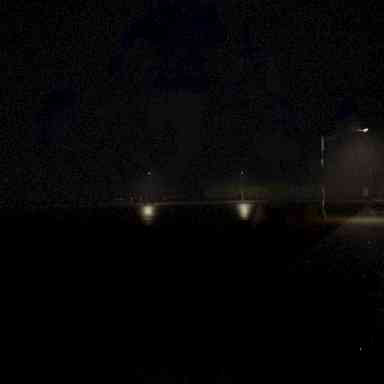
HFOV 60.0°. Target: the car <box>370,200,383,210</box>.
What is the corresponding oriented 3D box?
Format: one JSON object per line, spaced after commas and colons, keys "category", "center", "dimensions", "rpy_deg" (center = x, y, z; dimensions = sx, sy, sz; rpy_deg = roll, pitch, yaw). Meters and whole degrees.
{"category": "car", "center": [24.607, 1.667, 44.009], "dimensions": [1.895, 1.301, 4.718], "rpy_deg": [-1, 0, 30]}
